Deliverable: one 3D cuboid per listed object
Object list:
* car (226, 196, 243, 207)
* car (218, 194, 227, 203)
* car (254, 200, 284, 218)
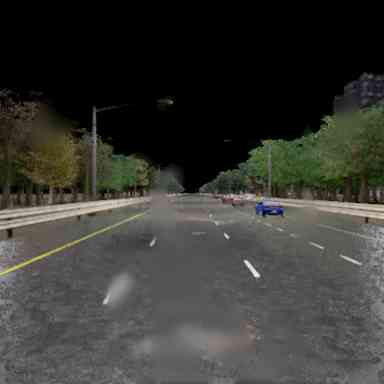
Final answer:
[{"bbox_3d":[7.137,1.578,53.803,1.812,1.442,4.674,0,0,0],"label":"car"},{"bbox_3d":[7.213,1.546,69.823,1.882,1.535,5.008,0,0,0],"label":"car"},{"bbox_3d":[7.044,1.522,30.832,1.882,1.535,5.008,0,0,0],"label":"car"}]
